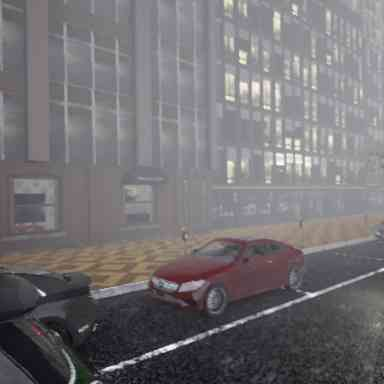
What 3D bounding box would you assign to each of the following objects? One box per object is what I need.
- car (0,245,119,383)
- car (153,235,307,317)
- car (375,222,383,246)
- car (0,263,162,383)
[{"bbox_3d":[-3.361,1.640,4.018,4.403,1.369,2.008,0,-2,-40],"label":"car"},{"bbox_3d":[1.014,1.683,7.647,4.206,1.307,1.802,0,-2,-40],"label":"car"},{"bbox_3d":[9.761,1.674,14.906,4.403,1.369,2.008,0,-2,-40],"label":"car"},{"bbox_3d":[-2.604,1.397,1.274,4.553,1.767,2.097,0,-1,-40],"label":"car"}]
